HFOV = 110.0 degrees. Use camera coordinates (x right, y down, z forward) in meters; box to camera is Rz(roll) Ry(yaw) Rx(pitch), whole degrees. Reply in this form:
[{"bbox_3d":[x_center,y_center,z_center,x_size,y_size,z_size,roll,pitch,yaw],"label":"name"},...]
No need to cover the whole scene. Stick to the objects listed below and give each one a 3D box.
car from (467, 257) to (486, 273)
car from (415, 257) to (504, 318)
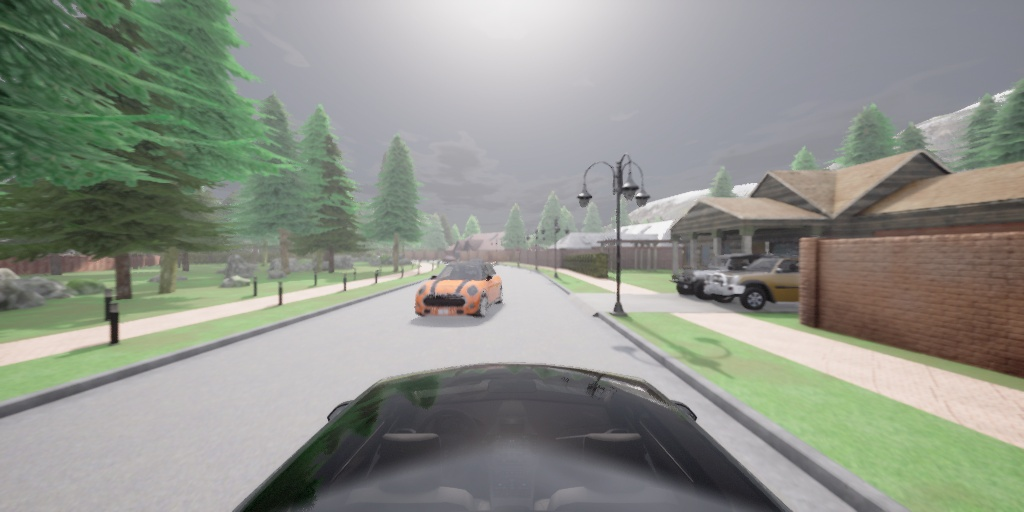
[{"bbox_3d":[-3.819,0.973,39.045,1.837,1.490,4.892,1,1,-4],"label":"car"},{"bbox_3d":[-1.649,1.021,12.636,2.097,1.767,4.553,0,0,9],"label":"car"}]
